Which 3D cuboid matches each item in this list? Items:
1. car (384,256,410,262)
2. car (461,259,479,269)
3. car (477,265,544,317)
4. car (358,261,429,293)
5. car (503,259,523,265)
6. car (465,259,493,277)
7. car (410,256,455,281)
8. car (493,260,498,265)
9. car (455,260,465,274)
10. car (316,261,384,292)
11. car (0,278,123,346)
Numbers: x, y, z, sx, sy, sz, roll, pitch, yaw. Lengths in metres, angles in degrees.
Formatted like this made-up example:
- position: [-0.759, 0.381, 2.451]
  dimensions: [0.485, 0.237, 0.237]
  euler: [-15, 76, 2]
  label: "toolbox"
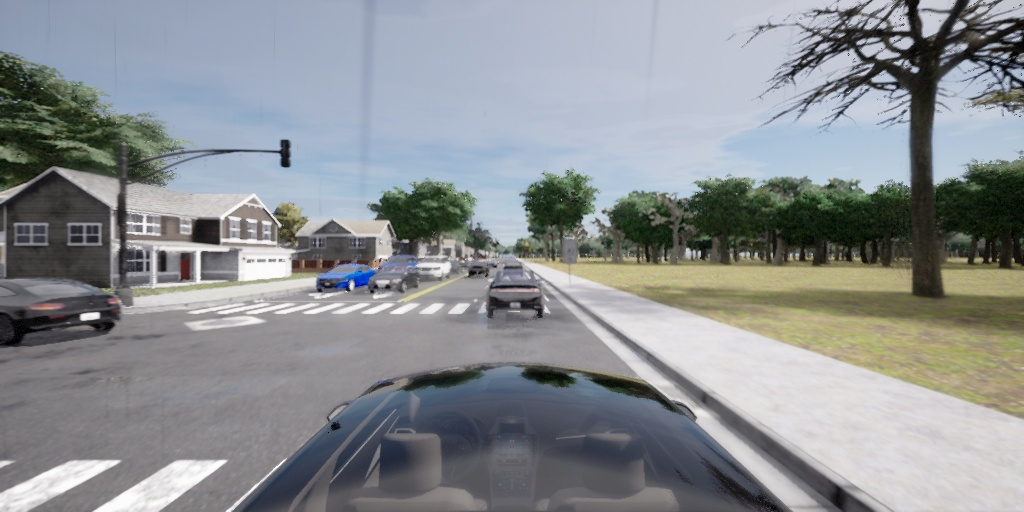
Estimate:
- position: [-9.830, 0.975, 31.502]
  dimensions: [2.150, 2.045, 5.566]
  euler: [0, 0, 0]
  label: "car"
- position: [-6.486, 1.248, 55.912]
  dimensions: [2.128, 1.511, 4.902]
  euler: [0, 0, 0]
  label: "car"
- position: [0.105, 1.246, 13.080]
  dimensions: [2.128, 1.511, 4.902]
  euler: [0, 0, 0]
  label: "car"
- position: [-6.594, 1.246, 20.612]
  dimensions: [2.128, 1.511, 4.902]
  euler: [0, 0, 0]
  label: "car"
- position: [0.111, 1.231, 35.081]
  dimensions: [1.882, 1.535, 5.008]
  euler: [0, 0, 0]
  label: "car"
- position: [-3.140, 1.258, 34.978]
  dimensions: [1.837, 1.490, 4.892]
  euler: [0, 0, 0]
  label: "car"
- position: [-6.587, 0.975, 30.468]
  dimensions: [2.150, 2.045, 5.566]
  euler: [0, 0, 0]
  label: "car"
- position: [-3.177, 1.351, 57.355]
  dimensions: [1.895, 1.301, 4.718]
  euler: [0, 0, 0]
  label: "car"
- position: [-6.541, 1.256, 40.332]
  dimensions: [1.837, 1.490, 4.892]
  euler: [0, 0, 1]
  label: "car"
- position: [-9.829, 1.232, 21.697]
  dimensions: [1.882, 1.535, 5.008]
  euler: [0, 0, 1]
  label: "car"
- position: [-12.311, 1.283, 9.037]
  dimensions: [4.674, 1.442, 1.812]
  euler: [0, -1, 12]
  label: "car"
